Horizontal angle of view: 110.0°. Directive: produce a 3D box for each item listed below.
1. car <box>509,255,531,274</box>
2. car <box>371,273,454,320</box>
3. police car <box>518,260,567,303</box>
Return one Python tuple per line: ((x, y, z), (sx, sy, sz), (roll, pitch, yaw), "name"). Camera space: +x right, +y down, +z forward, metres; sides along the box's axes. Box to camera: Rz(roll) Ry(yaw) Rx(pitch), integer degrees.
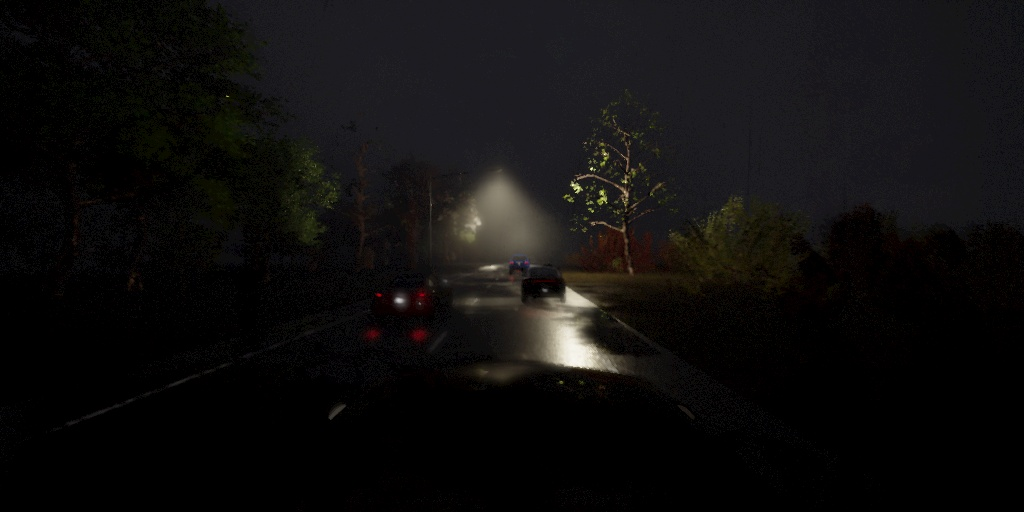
((0.873, 0.917, 39.880), (2.150, 2.045, 5.566), (0, 0, 3), "car")
((-3.305, 1.298, 12.658), (1.994, 1.385, 4.181), (0, 0, 1), "car")
((1.366, 1.155, 16.820), (1.930, 1.638, 5.238), (0, 0, 1), "police car")
